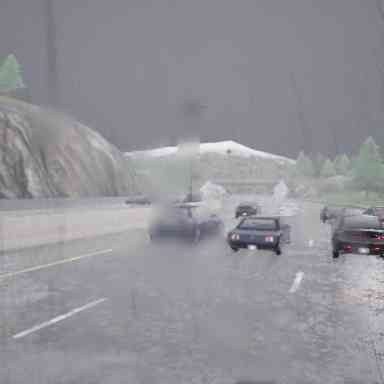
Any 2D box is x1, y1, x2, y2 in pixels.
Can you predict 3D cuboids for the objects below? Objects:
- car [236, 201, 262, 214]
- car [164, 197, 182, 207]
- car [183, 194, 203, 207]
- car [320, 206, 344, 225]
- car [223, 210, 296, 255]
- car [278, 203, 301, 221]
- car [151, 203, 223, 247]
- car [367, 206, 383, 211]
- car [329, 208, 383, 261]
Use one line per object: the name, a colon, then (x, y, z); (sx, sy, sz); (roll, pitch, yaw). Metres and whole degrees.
car: (5.181, 1.622, 30.125); (1.837, 1.490, 4.892); (1, 0, 18)
car: (-3.098, 1.557, 54.576); (1.812, 1.442, 4.674); (1, 0, 12)
car: (0.302, 1.301, 53.688); (2.150, 2.045, 5.566); (1, 0, 12)
car: (11.606, 1.807, 27.253); (1.895, 1.301, 4.718); (1, 0, 18)
car: (2.962, 1.660, 13.665); (1.895, 1.301, 4.718); (1, 0, 22)
car: (8.684, 1.692, 29.588); (1.812, 1.442, 4.674); (1, 0, 18)
car: (-0.055, 1.369, 15.530); (2.097, 1.767, 4.553); (1, 0, 22)
car: (15.164, 1.822, 26.891); (1.994, 1.385, 4.181); (1, 0, 18)
car: (6.420, 1.615, 12.877); (1.837, 1.490, 4.892); (1, 0, 22)
